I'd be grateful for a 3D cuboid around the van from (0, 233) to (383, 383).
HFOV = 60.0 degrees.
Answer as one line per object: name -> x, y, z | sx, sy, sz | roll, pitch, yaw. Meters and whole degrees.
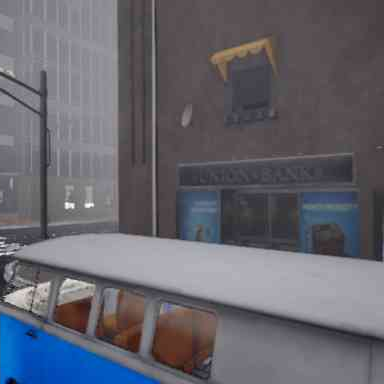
van -> -0.132, 1.346, 2.822 | 3.998, 1.788, 1.690 | 0, 0, 36
